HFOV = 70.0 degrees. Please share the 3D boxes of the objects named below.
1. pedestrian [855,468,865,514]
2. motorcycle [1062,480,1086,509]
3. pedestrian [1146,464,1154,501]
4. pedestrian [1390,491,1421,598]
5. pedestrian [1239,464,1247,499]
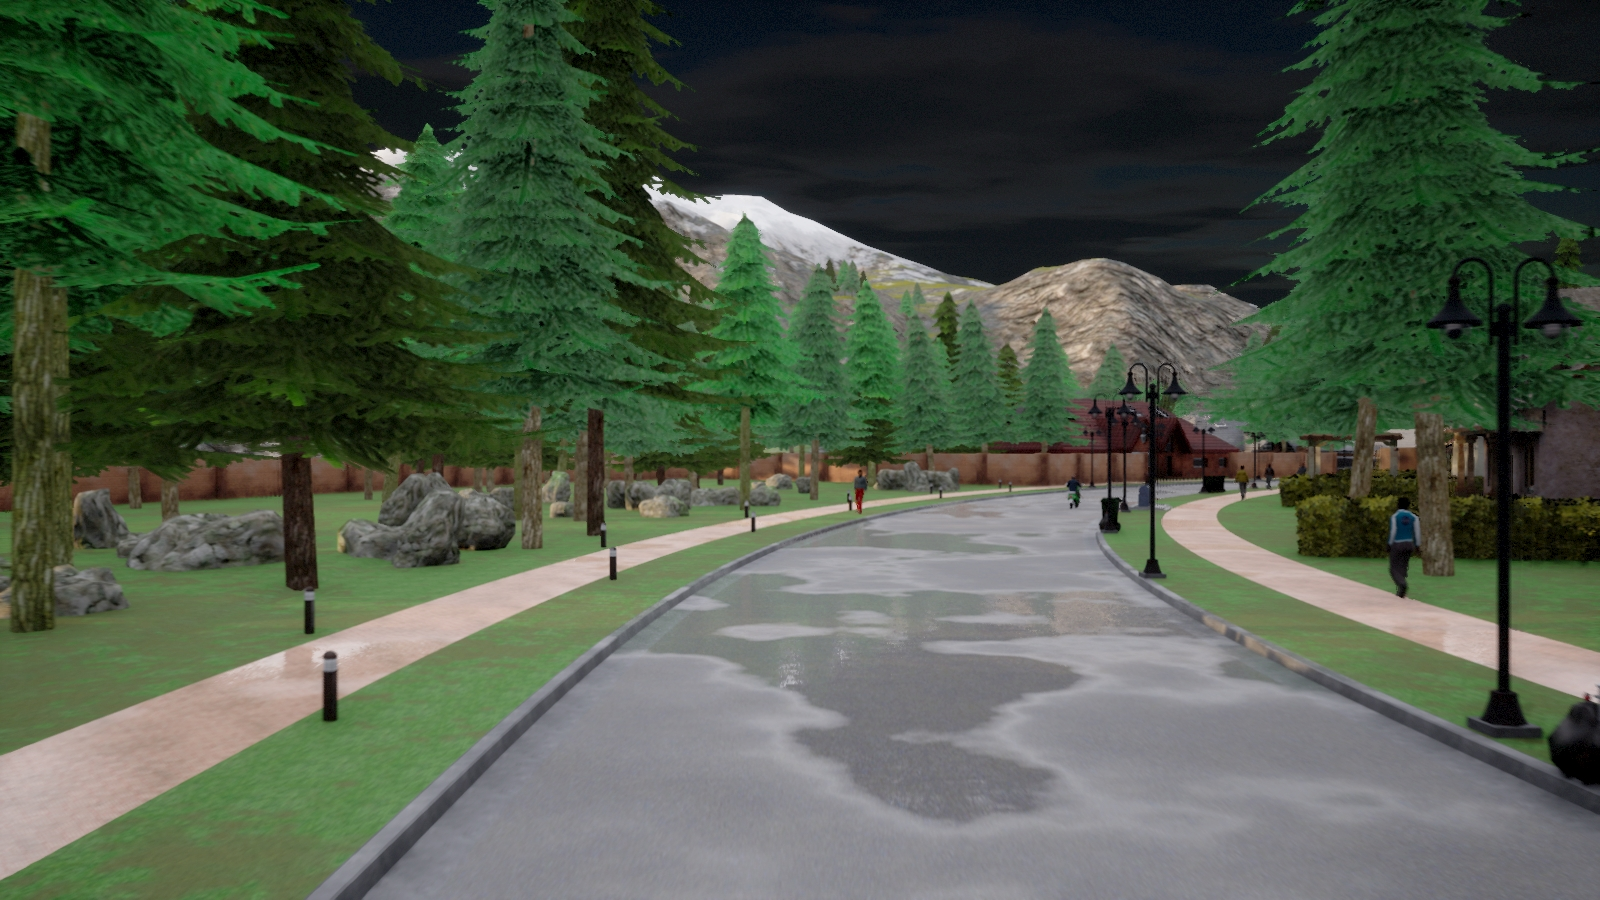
[{"bbox_3d":[2.462,1.672,46.703,0.375,1.860,0.375,0,0,11],"label":"pedestrian"},{"bbox_3d":[13.177,2.109,54.899,0.856,1.334,1.805,0,0,24],"label":"motorcycle"},{"bbox_3d":[17.938,1.673,58.596,0.375,1.860,0.375,0,0,20],"label":"pedestrian"},{"bbox_3d":[10.695,1.668,20.199,0.375,1.860,0.375,0,0,6],"label":"pedestrian"},{"bbox_3d":[23.406,1.673,60.359,0.375,1.860,0.375,0,0,27],"label":"pedestrian"}]
